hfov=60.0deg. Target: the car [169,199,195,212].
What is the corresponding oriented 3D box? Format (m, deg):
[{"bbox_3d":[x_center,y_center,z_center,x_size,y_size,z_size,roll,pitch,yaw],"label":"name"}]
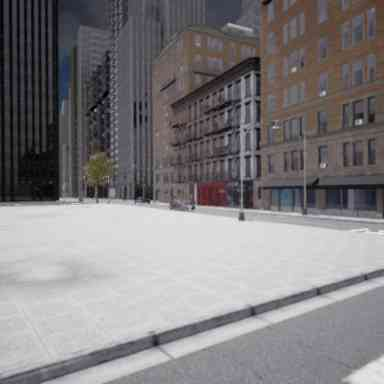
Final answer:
[{"bbox_3d":[-1.273,1.590,40.896,2.128,1.511,4.902,0,0,-26],"label":"car"}]
